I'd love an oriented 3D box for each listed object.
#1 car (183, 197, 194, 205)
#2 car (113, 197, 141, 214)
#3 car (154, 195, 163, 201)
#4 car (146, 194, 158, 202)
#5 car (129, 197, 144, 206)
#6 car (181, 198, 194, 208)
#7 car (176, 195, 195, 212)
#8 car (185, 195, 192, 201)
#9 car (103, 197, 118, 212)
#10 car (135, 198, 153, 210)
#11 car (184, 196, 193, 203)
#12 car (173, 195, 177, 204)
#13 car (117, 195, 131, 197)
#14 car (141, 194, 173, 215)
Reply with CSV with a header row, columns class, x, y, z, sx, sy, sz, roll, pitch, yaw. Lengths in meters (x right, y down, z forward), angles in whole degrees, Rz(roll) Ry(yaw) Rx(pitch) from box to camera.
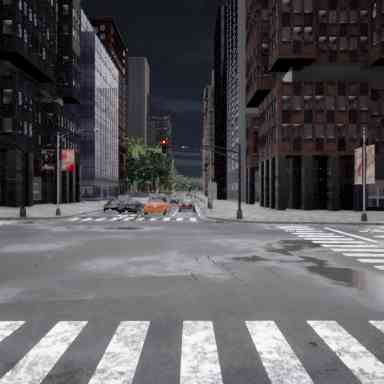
class,x,y,z,sx,sy,sz,roll,pitch,yaw
car,-0.679,1.596,60.637,1.887,1.381,4.507,0,0,0
car,-6.403,1.543,35.027,2.033,1.411,5.357,0,0,0
car,-9.377,1.685,93.154,1.887,1.381,4.507,0,0,0
car,-9.292,1.408,76.877,2.192,1.841,5.009,0,0,0
car,-9.174,1.564,55.003,1.752,1.417,4.829,0,0,0
car,-0.621,1.608,49.787,1.802,1.307,4.206,0,0,0
car,-0.564,1.444,38.938,1.967,1.590,4.097,0,0,0
car,-0.853,1.685,93.187,1.887,1.381,4.507,0,0,0
car,-9.089,1.569,38.895,1.947,1.339,4.313,0,0,0
car,-6.456,1.543,45.253,1.812,1.442,4.674,0,0,0
car,-0.738,1.604,71.657,1.752,1.417,4.829,0,0,0
car,-3.342,1.654,61.421,1.895,1.301,4.718,0,0,0
car,-9.118,1.330,44.321,2.192,1.841,5.009,0,0,0
car,-3.390,1.343,33.399,2.097,1.767,4.553,0,0,2
